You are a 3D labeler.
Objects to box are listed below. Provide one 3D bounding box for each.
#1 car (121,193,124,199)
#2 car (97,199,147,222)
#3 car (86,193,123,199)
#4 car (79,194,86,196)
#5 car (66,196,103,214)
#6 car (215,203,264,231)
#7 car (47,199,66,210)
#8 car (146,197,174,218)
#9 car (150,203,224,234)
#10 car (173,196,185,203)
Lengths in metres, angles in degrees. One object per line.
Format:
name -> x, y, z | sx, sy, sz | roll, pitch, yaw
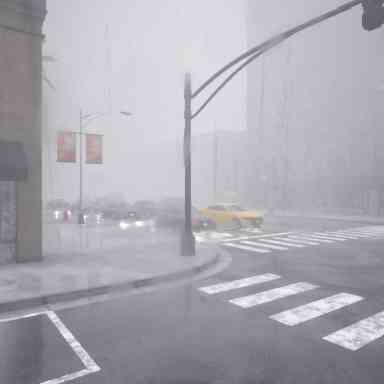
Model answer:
car -> -12.763, 1.137, 53.434 | 2.150, 2.045, 5.566 | 0, 0, -36
car -> -5.662, 1.530, 26.556 | 1.994, 1.385, 4.181 | 0, 0, -36
car -> -10.187, 1.295, 38.421 | 2.097, 1.767, 4.553 | 0, 0, -36
car -> -21.521, 1.243, 65.484 | 2.097, 1.767, 4.553 | 0, 0, -32
car -> -11.079, 1.478, 34.102 | 1.812, 1.442, 4.674 | 0, 0, -36
car -> 2.323, 1.454, 21.039 | 1.882, 1.535, 5.008 | 0, 0, -36
car -> -17.064, 1.538, 42.452 | 1.895, 1.301, 4.718 | 0, 0, -35
car -> -3.894, 1.466, 29.674 | 1.837, 1.490, 4.892 | 0, 0, -36
car -> -0.419, 1.544, 19.223 | 1.994, 1.385, 4.181 | 0, 0, -35
car -> -2.231, 1.304, 33.264 | 2.097, 1.767, 4.553 | 0, 0, -36
